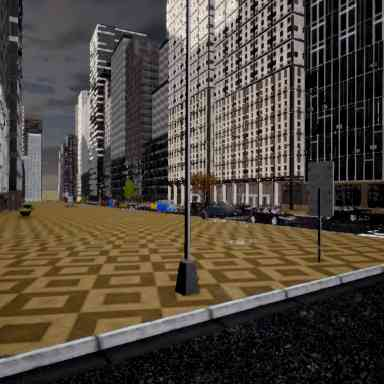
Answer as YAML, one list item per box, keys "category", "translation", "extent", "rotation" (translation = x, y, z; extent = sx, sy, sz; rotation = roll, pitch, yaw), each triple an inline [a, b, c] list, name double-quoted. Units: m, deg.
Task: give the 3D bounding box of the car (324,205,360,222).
- category: "car"
  translation: [13.719, 1.854, 29.532]
  extent: [2.008, 1.369, 4.403]
  rotation: [-1, -1, -26]

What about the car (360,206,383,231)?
- category: "car"
  translation: [12.993, 1.668, 19.147]
  extent: [2.033, 1.411, 5.357]
  rotation: [0, -1, -33]

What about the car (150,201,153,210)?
- category: "car"
  translation: [-5.522, 2.343, 56.511]
  extent: [1.882, 1.535, 5.008]
  rotation: [0, -1, -25]

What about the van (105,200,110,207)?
- category: "van"
  translation: [-18.161, 2.635, 76.623]
  extent: [1.690, 1.788, 3.998]
  rotation: [-1, -1, -26]

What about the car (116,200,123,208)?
- category: "car"
  translation: [-13.221, 2.602, 66.326]
  extent: [1.752, 1.417, 4.829]
  rotation: [-1, -1, -26]

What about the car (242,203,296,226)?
- category: "car"
  translation: [6.164, 1.814, 25.908]
  extent: [2.008, 1.369, 4.403]
  rotation: [-1, -1, -26]

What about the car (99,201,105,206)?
- category: "car"
  translation: [-23.022, 3.053, 86.762]
  extent: [1.887, 1.381, 4.507]
  rotation: [-1, -1, -26]

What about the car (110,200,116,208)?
- category: "car"
  translation: [-15.726, 2.731, 71.550]
  extent: [1.887, 1.381, 4.507]
  rotation: [-1, -1, -26]

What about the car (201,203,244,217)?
- category: "car"
  translation: [3.429, 2.031, 37.629]
  extent: [2.033, 1.411, 5.357]
  rotation: [0, -1, -26]

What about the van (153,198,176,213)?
- category: "van"
  translation: [-3.569, 2.005, 46.197]
  extent: [1.690, 1.788, 3.998]
  rotation: [-1, -1, -26]

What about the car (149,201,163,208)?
- category: "car"
  translation: [-8.169, 2.809, 75.173]
  extent: [1.802, 1.307, 4.206]
  rotation: [-1, -1, -26]

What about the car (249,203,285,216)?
- category: "car"
  translation: [8.855, 2.068, 39.675]
  extent: [1.947, 1.339, 4.313]
  rotation: [-1, -1, -26]

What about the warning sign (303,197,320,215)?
- category: "warning sign"
  translation: [13.088, 1.544, 36.413]
  extent: [1.300, 1.860, 1.060]
  rotation: [1, -1, -26]

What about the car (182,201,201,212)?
- category: "car"
  translation: [0.078, 2.262, 52.013]
  extent: [1.837, 1.490, 4.892]
  rotation: [0, -2, -26]

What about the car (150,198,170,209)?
- category: "car"
  translation: [-6.409, 2.258, 65.537]
  extent: [2.150, 2.045, 5.566]
  rotation: [0, -1, -26]

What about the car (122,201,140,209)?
- category: "car"
  translation: [-10.862, 2.525, 61.407]
  extent: [2.008, 1.369, 4.403]
  rotation: [-1, -1, -26]

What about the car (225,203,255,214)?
- category: "car"
  translation: [6.423, 2.168, 44.746]
  extent: [1.947, 1.339, 4.313]
  rotation: [-1, -1, -26]
